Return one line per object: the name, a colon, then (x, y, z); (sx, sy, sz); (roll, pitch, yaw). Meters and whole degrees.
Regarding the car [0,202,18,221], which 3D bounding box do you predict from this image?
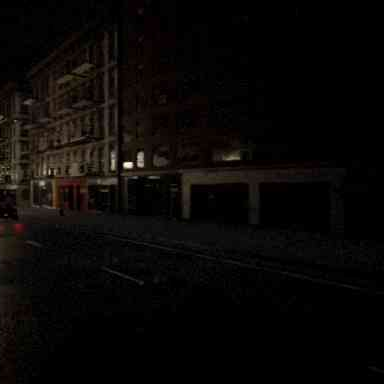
car: (-15.110, 1.506, 26.133); (1.812, 1.442, 4.674); (-1, 0, -42)
